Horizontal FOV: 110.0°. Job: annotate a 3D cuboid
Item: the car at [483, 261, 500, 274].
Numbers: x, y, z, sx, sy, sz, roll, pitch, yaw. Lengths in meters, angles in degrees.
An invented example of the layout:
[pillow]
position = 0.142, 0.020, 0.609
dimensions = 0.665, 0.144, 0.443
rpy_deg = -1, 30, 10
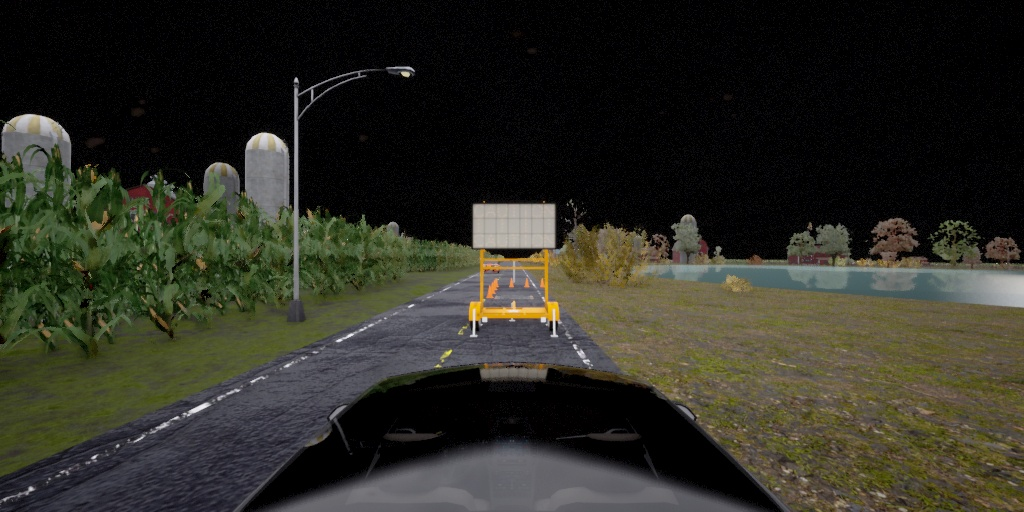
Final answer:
[car]
position = -2.499, 1.144, 41.501
dimensions = 2.097, 1.767, 4.553
rpy_deg = 0, 0, 0

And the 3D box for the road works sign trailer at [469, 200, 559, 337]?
[road works sign trailer]
position = 0.061, 0.217, 10.274
dimensions = 2.380, 3.560, 2.880
rpy_deg = 0, 0, 0
